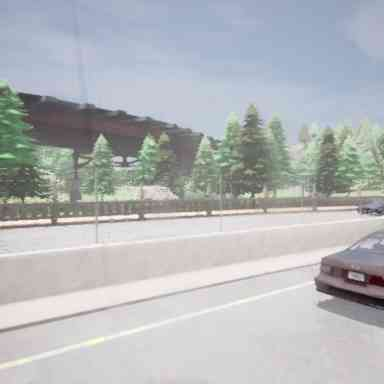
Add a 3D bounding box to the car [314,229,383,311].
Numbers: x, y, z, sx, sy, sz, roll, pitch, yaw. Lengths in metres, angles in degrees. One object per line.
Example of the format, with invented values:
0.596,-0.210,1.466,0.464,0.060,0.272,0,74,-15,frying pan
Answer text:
4.933,1.499,7.222,5.357,1.411,2.033,0,0,-34,car
